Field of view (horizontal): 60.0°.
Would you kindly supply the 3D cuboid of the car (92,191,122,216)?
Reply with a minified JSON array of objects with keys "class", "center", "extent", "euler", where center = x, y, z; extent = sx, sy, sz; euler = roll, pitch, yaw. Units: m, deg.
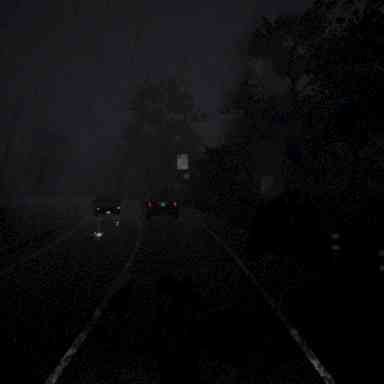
[{"class":"car","center":[-6.479,0.940,25.119],"extent":[2.033,1.411,5.357],"euler":[-2,2,-18]}]

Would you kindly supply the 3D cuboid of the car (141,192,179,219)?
[{"class":"car","center":[-2.285,0.743,22.496],"extent":[2.097,1.767,4.553],"euler":[-2,2,-14]}]

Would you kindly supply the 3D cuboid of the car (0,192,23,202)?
[{"class":"car","center":[-31.584,0.831,58.170],"extent":[4.902,1.511,2.128],"euler":[-2,5,34]}]

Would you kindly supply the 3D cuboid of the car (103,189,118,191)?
[{"class":"car","center":[-10.158,0.366,40.880],"extent":[1.882,1.535,5.008],"euler":[-4,3,-32]}]
